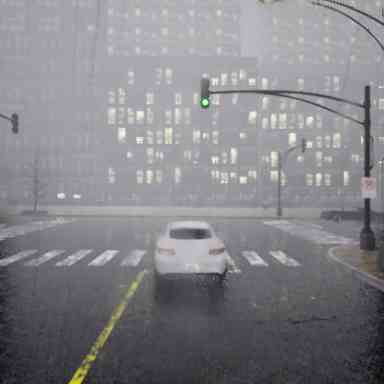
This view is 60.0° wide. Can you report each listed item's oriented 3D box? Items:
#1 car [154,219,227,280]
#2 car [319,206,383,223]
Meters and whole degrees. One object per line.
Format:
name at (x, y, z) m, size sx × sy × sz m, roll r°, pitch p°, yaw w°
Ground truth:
car at (-0.112, 1.528, 9.834) m, size 1.812 × 1.442 × 4.674 m, roll 0°, pitch 0°, yaw -3°
car at (12.875, 1.789, 26.906) m, size 4.718 × 1.301 × 1.895 m, roll 1°, pitch 0°, yaw -1°
